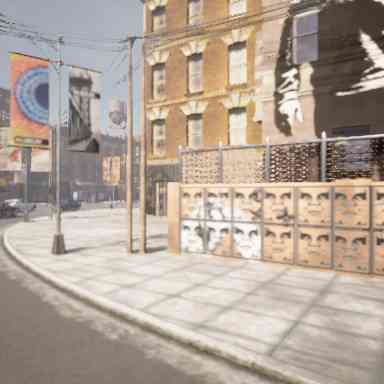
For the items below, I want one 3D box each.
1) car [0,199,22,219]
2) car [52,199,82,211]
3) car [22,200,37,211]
[{"bbox_3d":[-16.928,1.522,28.882,1.837,1.490,4.892,0,0,-6],"label":"car"},{"bbox_3d":[-15.456,1.574,40.673,1.812,1.442,4.674,0,0,17],"label":"car"},{"bbox_3d":[-19.758,1.554,37.925,1.812,1.442,4.674,0,0,10],"label":"car"}]
